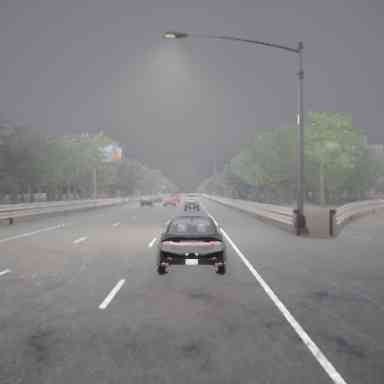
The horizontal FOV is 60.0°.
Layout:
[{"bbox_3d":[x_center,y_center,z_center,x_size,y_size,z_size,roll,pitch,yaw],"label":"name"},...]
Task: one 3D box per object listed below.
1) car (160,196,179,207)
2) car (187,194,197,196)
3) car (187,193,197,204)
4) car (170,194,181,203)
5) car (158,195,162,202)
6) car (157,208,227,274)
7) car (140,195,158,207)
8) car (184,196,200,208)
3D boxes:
[{"bbox_3d":[-3.516,1.682,52.981,1.895,1.301,4.718,0,0,0],"label":"car"},{"bbox_3d":[-0.016,1.304,53.397,2.150,2.045,5.566,0,0,0],"label":"car"},{"bbox_3d":[-0.021,1.333,69.706,2.150,2.045,5.566,0,0,0],"label":"car"},{"bbox_3d":[-3.521,1.330,69.599,2.150,2.045,5.566,0,0,0],"label":"car"},{"bbox_3d":[-7.021,1.471,69.296,2.097,1.767,4.553,0,0,0],"label":"car"},{"bbox_3d":[-0.005,1.493,10.550,2.128,1.511,4.902,0,0,0],"label":"car"},{"bbox_3d":[-7.016,1.557,52.531,1.882,1.535,5.008,0,0,0],"label":"car"},{"bbox_3d":[-0.013,1.577,42.059,1.812,1.442,4.674,0,0,0],"label":"car"}]
